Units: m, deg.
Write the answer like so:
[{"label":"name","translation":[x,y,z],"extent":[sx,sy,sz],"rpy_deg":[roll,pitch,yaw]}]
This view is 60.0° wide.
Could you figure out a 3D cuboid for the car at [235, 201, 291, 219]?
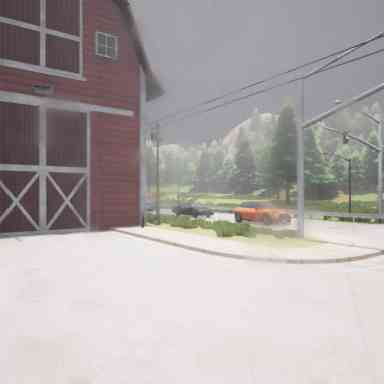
[{"label":"car","translation":[5.358,1.523,25.558],"extent":[2.097,1.767,4.553],"rpy_deg":[0,0,-34]}]

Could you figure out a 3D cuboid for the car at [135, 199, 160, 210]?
[{"label":"car","translation":[-6.700,1.844,49.529],"extent":[1.812,1.442,4.674],"rpy_deg":[0,0,-34]}]

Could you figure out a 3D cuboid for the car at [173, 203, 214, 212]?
[{"label":"car","translation":[-0.024,1.768,33.412],"extent":[2.033,1.411,5.357],"rpy_deg":[0,0,-35]}]

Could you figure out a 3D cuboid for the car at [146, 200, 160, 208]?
[{"label":"car","translation":[-5.649,1.837,41.625],"extent":[1.994,1.385,4.181],"rpy_deg":[0,0,-35]}]
